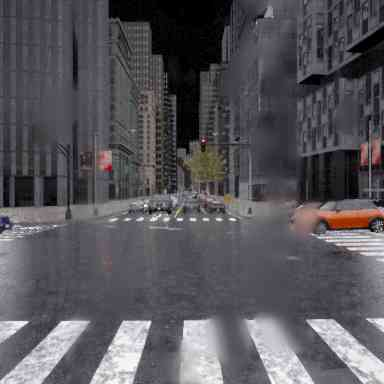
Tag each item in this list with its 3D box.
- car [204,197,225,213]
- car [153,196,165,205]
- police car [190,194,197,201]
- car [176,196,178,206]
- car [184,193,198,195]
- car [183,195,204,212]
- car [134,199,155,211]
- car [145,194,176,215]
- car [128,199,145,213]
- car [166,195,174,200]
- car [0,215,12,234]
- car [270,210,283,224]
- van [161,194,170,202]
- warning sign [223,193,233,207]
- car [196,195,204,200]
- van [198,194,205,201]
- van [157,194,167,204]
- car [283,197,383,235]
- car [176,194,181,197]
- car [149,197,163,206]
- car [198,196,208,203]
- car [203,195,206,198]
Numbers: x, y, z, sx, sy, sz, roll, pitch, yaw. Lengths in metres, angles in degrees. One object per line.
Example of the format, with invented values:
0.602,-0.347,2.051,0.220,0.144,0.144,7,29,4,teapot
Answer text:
2.667,1.556,36.385,2.008,1.369,4.403,0,0,0,car
-6.014,1.541,61.141,1.752,1.417,4.829,0,0,0,car
0.465,1.463,90.560,1.930,1.638,5.238,0,0,0,police car
-3.241,1.609,44.598,1.895,1.301,4.718,0,0,0,car
-0.277,1.544,66.056,1.812,1.442,4.674,0,0,0,car
-0.031,1.497,39.192,2.128,1.511,4.902,0,0,0,car
-5.889,1.557,41.326,2.008,1.369,4.403,0,0,0,car
-3.178,1.226,34.646,2.150,2.045,5.566,0,0,0,car
-5.858,1.556,36.334,2.008,1.369,4.403,0,0,0,car
-6.220,1.624,93.789,1.802,1.307,4.206,0,0,0,car
-12.057,1.704,17.598,4.674,1.442,1.812,-2,0,0,car
7.307,1.361,20.915,4.674,1.442,1.812,-1,0,0,car
-6.118,1.368,77.551,1.690,1.788,3.998,0,0,0,van
4.918,1.123,45.475,1.300,1.860,1.060,0,0,0,warning sign
2.302,1.593,94.323,2.008,1.369,4.403,0,0,0,car
2.368,1.373,83.745,1.690,1.788,3.998,0,0,0,van
-6.050,1.360,66.724,1.690,1.788,3.998,0,0,0,van
7.442,1.191,17.205,4.553,1.767,2.097,-1,0,-6,car
-3.293,1.538,54.640,1.812,1.442,4.674,0,0,0,car
-5.981,1.579,55.898,1.947,1.339,4.313,0,0,0,car
2.435,1.589,73.168,1.947,1.339,4.313,0,0,0,car
2.598,1.553,47.273,1.887,1.381,4.507,0,0,0,car
